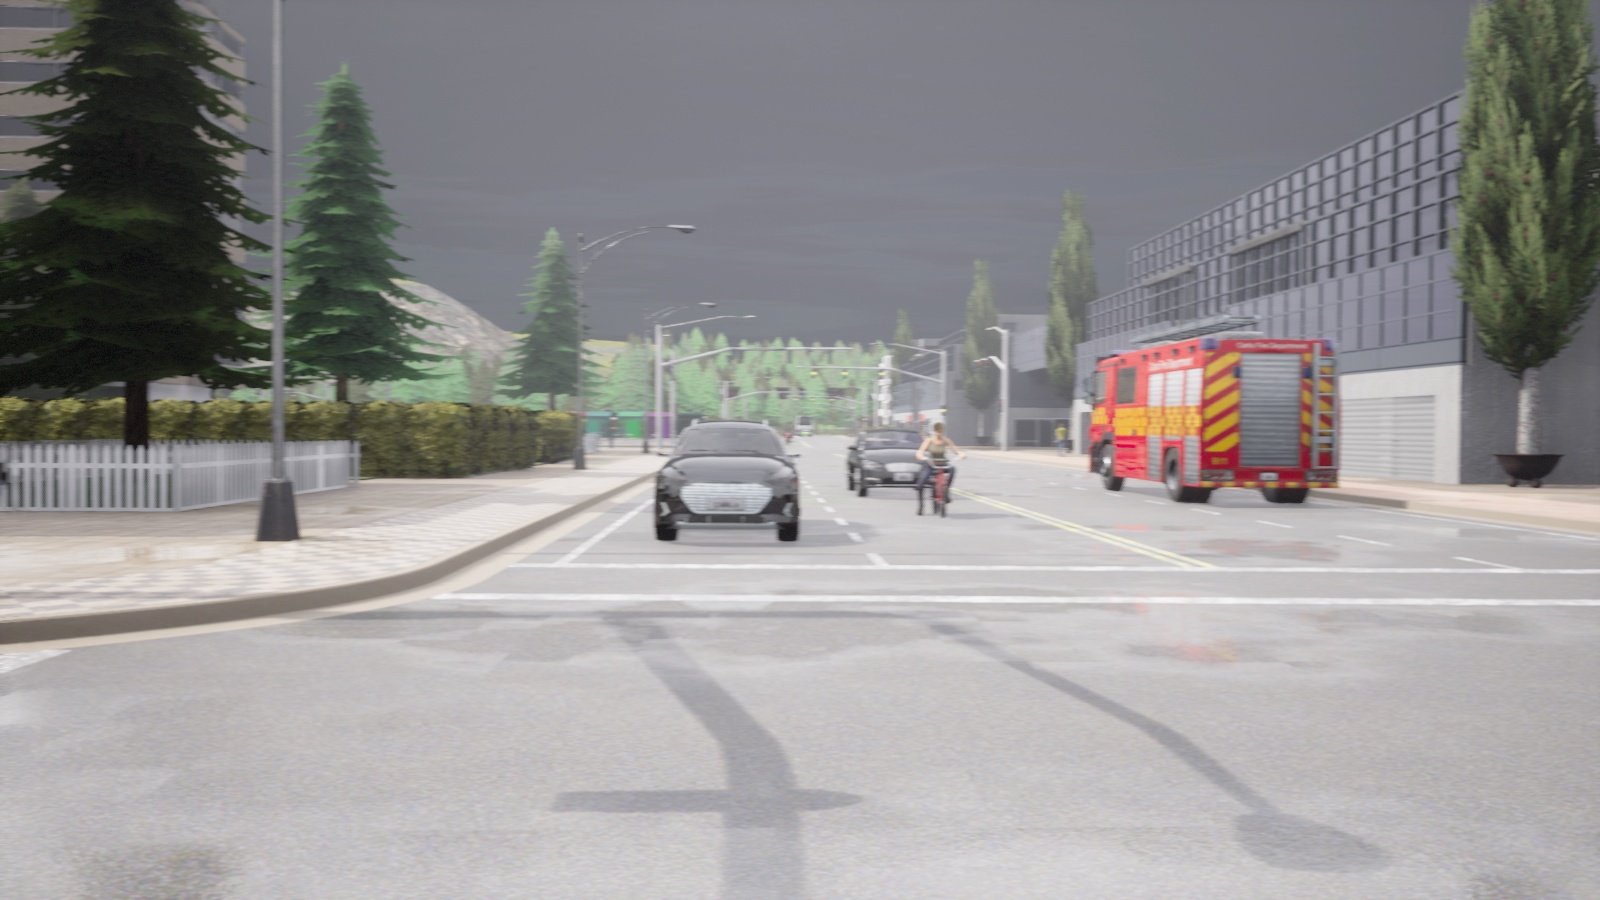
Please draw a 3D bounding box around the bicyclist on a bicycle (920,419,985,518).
[{"bbox_3d":[2.579,0.289,21.360,0.866,1.612,1.509,-1,1,-1],"label":"bicyclist on a bicycle"}]

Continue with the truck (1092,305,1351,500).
[{"bbox_3d":[9.324,-1.010,29.035,2.891,3.827,8.468,-1,1,-2],"label":"truck"}]

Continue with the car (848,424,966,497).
[{"bbox_3d":[2.340,0.190,28.814,2.128,1.511,4.902,-1,1,-2],"label":"car"}]

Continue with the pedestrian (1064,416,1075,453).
[{"bbox_3d":[13.622,-0.796,63.488,0.354,1.836,0.706,-1,1,-4],"label":"pedestrian"}]

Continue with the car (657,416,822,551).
[{"bbox_3d":[-0.824,0.374,18.029,2.033,1.649,4.856,-1,1,-2],"label":"car"}]
